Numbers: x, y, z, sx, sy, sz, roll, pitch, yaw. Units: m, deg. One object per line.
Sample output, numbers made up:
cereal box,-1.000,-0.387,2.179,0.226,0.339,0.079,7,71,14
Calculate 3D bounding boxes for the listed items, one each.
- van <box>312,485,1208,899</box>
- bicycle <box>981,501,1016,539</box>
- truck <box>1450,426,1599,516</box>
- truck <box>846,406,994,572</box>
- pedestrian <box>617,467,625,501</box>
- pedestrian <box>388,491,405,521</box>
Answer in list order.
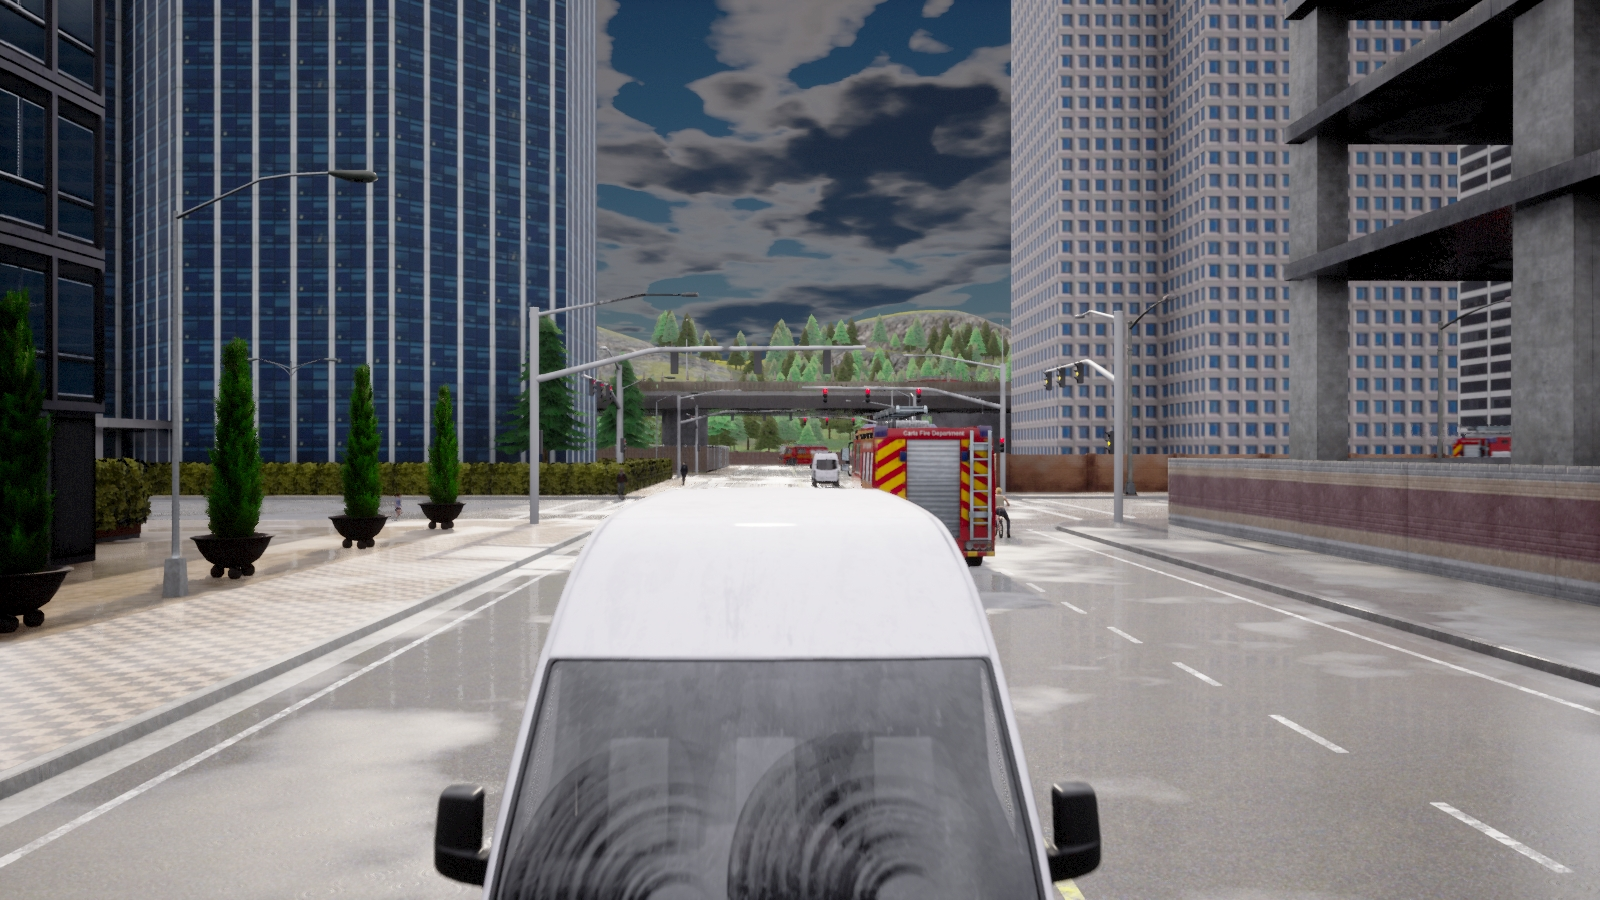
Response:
van,-0.134,1.535,5.493,1.988,2.561,5.915,0,0,-1
bicycle,6.346,2.233,36.588,0.859,1.126,1.487,0,0,-1
truck,33.605,0.890,50.167,8.468,3.827,2.891,0,0,-1
truck,2.932,0.891,30.480,2.891,3.827,8.468,0,0,-1
pedestrian,-9.789,1.849,62.549,0.375,1.860,0.375,0,0,5
pedestrian,-14.941,2.076,42.321,0.500,1.100,0.500,0,0,-3
